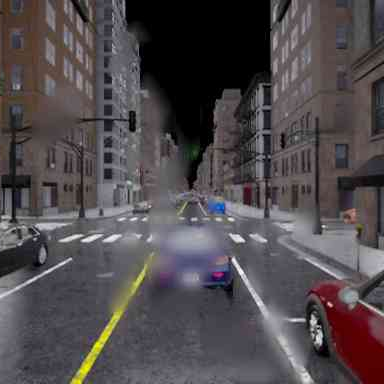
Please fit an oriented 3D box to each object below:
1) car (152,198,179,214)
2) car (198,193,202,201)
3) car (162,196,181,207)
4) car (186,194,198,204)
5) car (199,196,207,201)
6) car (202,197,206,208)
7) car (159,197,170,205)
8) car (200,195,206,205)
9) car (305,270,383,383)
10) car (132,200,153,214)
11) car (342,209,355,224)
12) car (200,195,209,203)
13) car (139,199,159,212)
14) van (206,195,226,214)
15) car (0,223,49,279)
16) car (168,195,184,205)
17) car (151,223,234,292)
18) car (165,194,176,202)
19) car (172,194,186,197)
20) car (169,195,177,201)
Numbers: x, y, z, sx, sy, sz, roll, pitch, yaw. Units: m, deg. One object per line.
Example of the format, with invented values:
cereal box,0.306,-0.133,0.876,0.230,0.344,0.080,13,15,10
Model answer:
car,-2.794,1.651,35.880,1.994,1.385,4.181,0,0,0
car,2.738,1.464,64.392,2.192,1.841,5.009,0,0,0
car,-2.780,1.613,44.735,1.837,1.490,4.892,0,0,0
car,0.154,1.698,65.736,2.033,1.411,5.357,0,0,0
car,2.774,1.738,87.116,2.008,1.369,4.403,0,0,0
car,2.711,1.697,47.347,1.802,1.307,4.206,0,0,0
car,-5.287,1.714,64.399,1.947,1.339,4.313,0,0,0
car,2.729,1.721,58.710,1.802,1.307,4.206,0,0,0
car,2.642,1.449,3.385,1.967,1.590,4.097,0,0,0
car,-5.332,1.638,35.989,2.008,1.369,4.403,0,0,0
car,13.301,1.500,23.836,4.553,1.767,2.097,0,0,1
car,2.756,1.608,75.754,1.967,1.590,4.097,0,0,0
car,-5.323,1.646,41.671,1.887,1.381,4.507,0,0,0
van,2.693,1.429,35.986,1.690,1.788,3.998,0,0,0
car,-5.375,1.573,8.908,2.008,1.369,4.403,0,0,0
car,-2.748,1.694,54.662,1.994,1.385,4.181,0,0,1
car,0.027,1.548,8.860,1.812,1.442,4.674,0,0,1
car,-5.260,1.493,81.444,2.192,1.841,5.009,0,0,0
car,-2.694,1.653,64.631,1.837,1.490,4.892,0,0,1
car,-5.242,1.638,92.807,1.967,1.590,4.097,0,0,0
